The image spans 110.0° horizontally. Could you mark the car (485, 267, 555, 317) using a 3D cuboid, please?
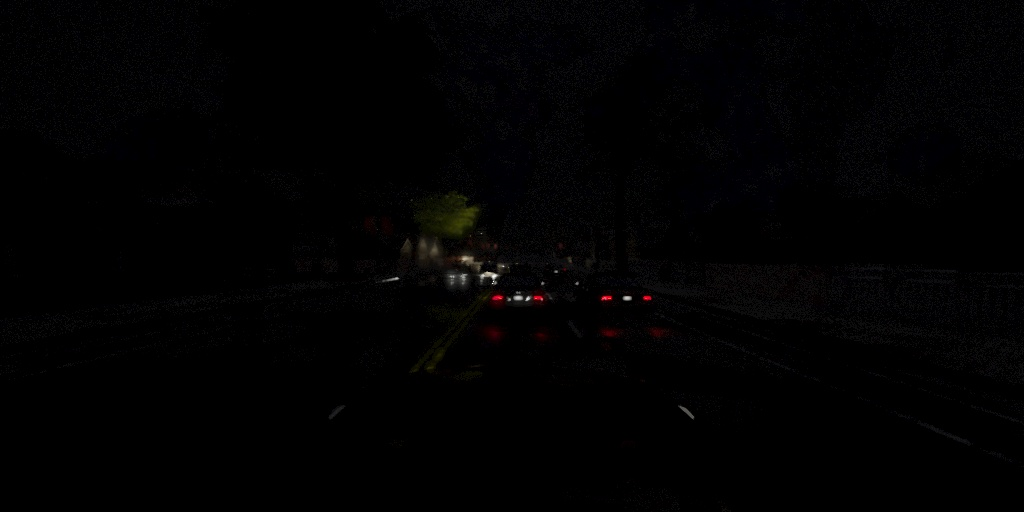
[{"bbox_3d":[0.251,1.307,13.230,2.033,1.411,5.357,0,0,1],"label":"car"}]

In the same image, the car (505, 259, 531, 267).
[{"bbox_3d":[0.708,1.254,33.053,2.128,1.511,4.902,0,0,1],"label":"car"}]

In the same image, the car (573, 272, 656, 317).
[{"bbox_3d":[3.502,1.310,13.208,2.033,1.411,5.357,0,0,1],"label":"car"}]

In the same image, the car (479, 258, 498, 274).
[{"bbox_3d":[-2.556,1.306,40.689,2.033,1.411,5.357,0,0,1],"label":"car"}]

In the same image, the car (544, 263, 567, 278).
[{"bbox_3d":[3.969,1.329,33.500,1.994,1.385,4.181,0,0,1],"label":"car"}]

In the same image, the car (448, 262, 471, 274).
[{"bbox_3d":[-5.814,1.321,40.249,1.994,1.385,4.181,0,0,1],"label":"car"}]
